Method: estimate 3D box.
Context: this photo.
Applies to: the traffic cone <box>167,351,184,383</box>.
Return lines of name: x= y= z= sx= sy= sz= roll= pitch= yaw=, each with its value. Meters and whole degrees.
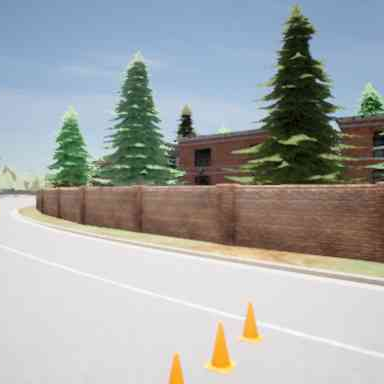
traffic cone: x=-0.169 y=1.962 z=3.481 sx=0.340 sy=0.580 sz=0.340 roll=0 pitch=0 yaw=32

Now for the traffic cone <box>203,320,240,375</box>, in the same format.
traffic cone: x=0.366 y=1.966 z=4.325 sx=0.340 sy=0.580 sz=0.340 roll=0 pitch=0 yaw=32

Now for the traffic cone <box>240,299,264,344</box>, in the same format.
traffic cone: x=0.902 y=1.971 z=5.170 sx=0.340 sy=0.580 sz=0.340 roll=0 pitch=0 yaw=32
